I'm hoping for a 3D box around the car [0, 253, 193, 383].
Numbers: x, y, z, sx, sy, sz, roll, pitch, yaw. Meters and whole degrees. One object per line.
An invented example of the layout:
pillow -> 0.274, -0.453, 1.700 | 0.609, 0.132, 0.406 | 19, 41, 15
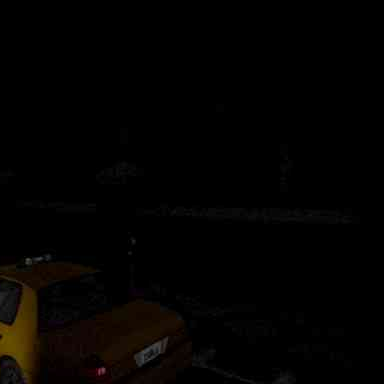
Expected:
car -> -2.271, 1.525, 4.578 | 4.829, 1.417, 1.752 | 0, 0, 35
